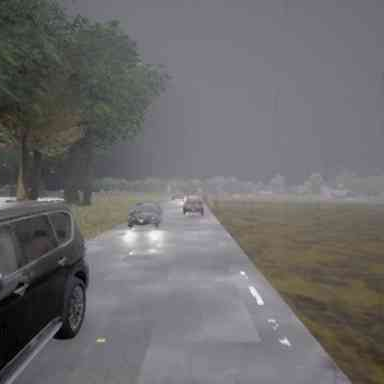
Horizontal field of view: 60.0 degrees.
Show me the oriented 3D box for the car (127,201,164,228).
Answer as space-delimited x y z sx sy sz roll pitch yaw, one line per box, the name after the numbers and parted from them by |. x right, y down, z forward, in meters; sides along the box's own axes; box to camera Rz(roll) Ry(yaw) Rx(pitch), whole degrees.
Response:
-2.825 1.373 21.020 1.837 1.490 4.892 0 1 0 | car

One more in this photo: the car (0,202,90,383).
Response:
-2.820 1.210 3.591 2.150 2.045 5.566 0 1 0 | car

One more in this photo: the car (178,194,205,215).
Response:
0.133 1.271 30.391 2.128 1.511 4.902 0 1 0 | car

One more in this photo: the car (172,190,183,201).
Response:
-2.675 0.657 63.836 2.150 2.045 5.566 0 1 0 | car
